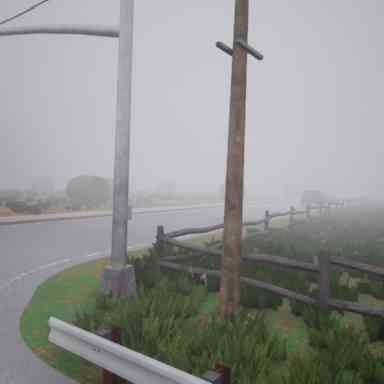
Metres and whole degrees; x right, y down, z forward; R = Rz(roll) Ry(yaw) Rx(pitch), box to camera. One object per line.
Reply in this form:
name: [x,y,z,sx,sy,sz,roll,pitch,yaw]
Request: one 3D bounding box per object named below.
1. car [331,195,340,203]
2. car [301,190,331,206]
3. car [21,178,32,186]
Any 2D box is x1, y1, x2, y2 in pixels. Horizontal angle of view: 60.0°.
car: [21.166,1.130,50.726,1.994,1.385,4.181,3,2,33]
car: [15.414,0.808,41.828,2.150,2.045,5.566,3,2,34]
car: [-39.172,-2.336,79.236,1.905,1.878,3.866,8,2,-13]
